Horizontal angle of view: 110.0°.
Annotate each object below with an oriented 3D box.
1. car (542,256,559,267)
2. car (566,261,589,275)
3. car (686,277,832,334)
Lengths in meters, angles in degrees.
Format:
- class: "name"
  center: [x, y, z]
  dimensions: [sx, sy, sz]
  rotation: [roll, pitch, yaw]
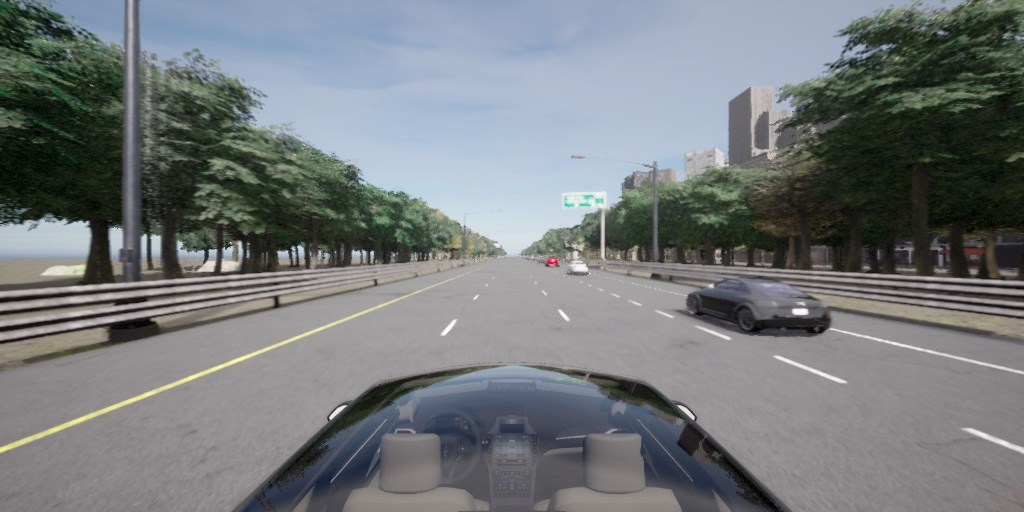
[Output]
- class: "car"
  center: [7.166, 0.944, 65.122]
  dimensions: [2.150, 2.045, 5.566]
  rotation: [0, 0, 0]
- class: "car"
  center: [7.064, 1.270, 39.106]
  dimensions: [1.812, 1.442, 4.674]
  rotation: [0, 0, 0]
- class: "car"
  center: [7.001, 1.321, 10.712]
  dimensions: [1.994, 1.385, 4.181]
  rotation: [0, 0, 0]
